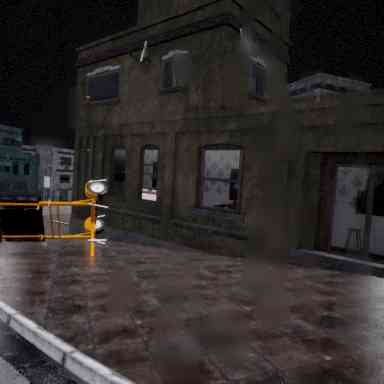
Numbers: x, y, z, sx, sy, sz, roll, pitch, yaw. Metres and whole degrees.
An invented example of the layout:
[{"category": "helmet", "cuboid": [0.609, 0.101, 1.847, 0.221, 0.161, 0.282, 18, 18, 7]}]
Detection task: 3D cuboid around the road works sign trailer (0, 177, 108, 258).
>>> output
[{"category": "road works sign trailer", "cuboid": [-4.869, 1.155, 11.785, 3.560, 2.380, 2.880, 2, 43, -17]}]
